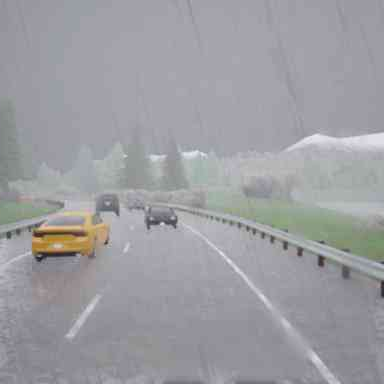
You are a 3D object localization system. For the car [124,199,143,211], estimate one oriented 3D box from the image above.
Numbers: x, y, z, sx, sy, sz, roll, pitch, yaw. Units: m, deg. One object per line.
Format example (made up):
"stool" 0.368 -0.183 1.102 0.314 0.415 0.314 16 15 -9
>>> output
"car" -6.818 1.505 39.329 2.033 1.411 5.357 0 0 -19

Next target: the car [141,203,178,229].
"car" -2.132 1.573 21.715 1.895 1.301 4.718 0 0 -10

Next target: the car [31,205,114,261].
"car" -4.296 1.470 12.441 1.882 1.535 5.008 0 0 -6

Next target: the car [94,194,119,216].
"car" -8.290 1.193 32.458 2.150 2.045 5.566 0 0 -16
